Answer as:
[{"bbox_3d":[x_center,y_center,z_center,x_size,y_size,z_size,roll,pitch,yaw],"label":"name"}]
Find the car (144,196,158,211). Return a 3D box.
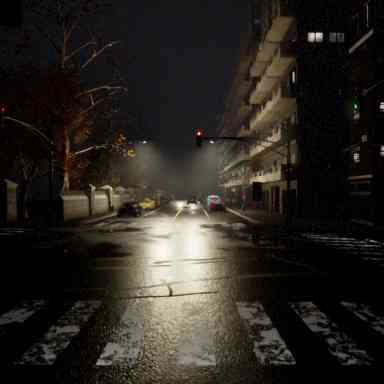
[{"bbox_3d":[-5.684,1.550,41.975,1.752,1.417,4.829,0,0,0],"label":"car"}]

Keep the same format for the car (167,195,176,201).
[{"bbox_3d":[-5.682,1.669,92.815,2.008,1.369,4.403,0,0,0],"label":"car"}]

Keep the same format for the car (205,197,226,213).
[{"bbox_3d":[2.696,1.564,36.514,1.887,1.381,4.507,0,0,0],"label":"car"}]

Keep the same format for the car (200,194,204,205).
[{"bbox_3d":[2.697,1.480,53.405,1.967,1.590,4.097,0,0,0],"label":"car"}]

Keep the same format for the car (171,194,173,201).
[{"bbox_3d":[-5.682,1.508,70.295,1.967,1.590,4.097,0,0,0],"label":"car"}]

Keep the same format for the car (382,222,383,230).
[{"bbox_3d":[13.468,1.604,18.561,5.009,1.841,2.192,1,-1,-1],"label":"car"}]

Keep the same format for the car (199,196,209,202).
[{"bbox_3d":[2.697,1.629,75.925,2.008,1.369,4.403,0,0,0],"label":"car"}]

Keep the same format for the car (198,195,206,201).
[{"bbox_3d":[2.698,1.544,87.185,1.967,1.590,4.097,0,0,0],"label":"car"}]

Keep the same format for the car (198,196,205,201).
[{"bbox_3d":[2.698,1.700,92.816,1.802,1.307,4.206,0,0,0],"label":"car"}]

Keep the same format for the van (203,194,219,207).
[{"bbox_3d":[2.697,1.366,42.145,1.690,1.788,3.998,0,0,0],"label":"van"}]

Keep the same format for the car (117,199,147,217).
[{"bbox_3d":[-5.685,1.580,30.884,1.947,1.339,4.313,0,0,0],"label":"car"}]

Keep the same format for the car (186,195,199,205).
[{"bbox_3d":[0.004,1.597,59.600,2.033,1.411,5.357,0,0,0],"label":"car"}]

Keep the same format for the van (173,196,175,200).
[{"bbox_3d":[-5.682,1.432,81.556,1.690,1.788,3.998,0,0,0],"label":"van"}]

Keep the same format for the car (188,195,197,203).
[{"bbox_3d":[0.006,1.444,70.019,1.837,1.490,4.892,0,0,0],"label":"car"}]

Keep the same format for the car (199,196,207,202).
[{"bbox_3d":[2.697,1.635,81.555,1.887,1.381,4.507,0,0,0],"label":"car"}]

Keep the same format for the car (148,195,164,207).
[{"bbox_3d":[-5.684,1.347,47.775,2.192,1.841,5.009,0,0,0],"label":"car"}]

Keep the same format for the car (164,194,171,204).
[{"bbox_3d":[-5.683,1.498,64.666,1.967,1.590,4.097,0,0,0],"label":"car"}]

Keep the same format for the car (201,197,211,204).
[{"bbox_3d":[2.697,1.602,64.665,1.887,1.381,4.507,0,0,0],"label":"car"}]

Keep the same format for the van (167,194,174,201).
[{"bbox_3d":[-5.682,1.445,87.185,1.690,1.788,3.998,0,0,0],"label":"van"}]
